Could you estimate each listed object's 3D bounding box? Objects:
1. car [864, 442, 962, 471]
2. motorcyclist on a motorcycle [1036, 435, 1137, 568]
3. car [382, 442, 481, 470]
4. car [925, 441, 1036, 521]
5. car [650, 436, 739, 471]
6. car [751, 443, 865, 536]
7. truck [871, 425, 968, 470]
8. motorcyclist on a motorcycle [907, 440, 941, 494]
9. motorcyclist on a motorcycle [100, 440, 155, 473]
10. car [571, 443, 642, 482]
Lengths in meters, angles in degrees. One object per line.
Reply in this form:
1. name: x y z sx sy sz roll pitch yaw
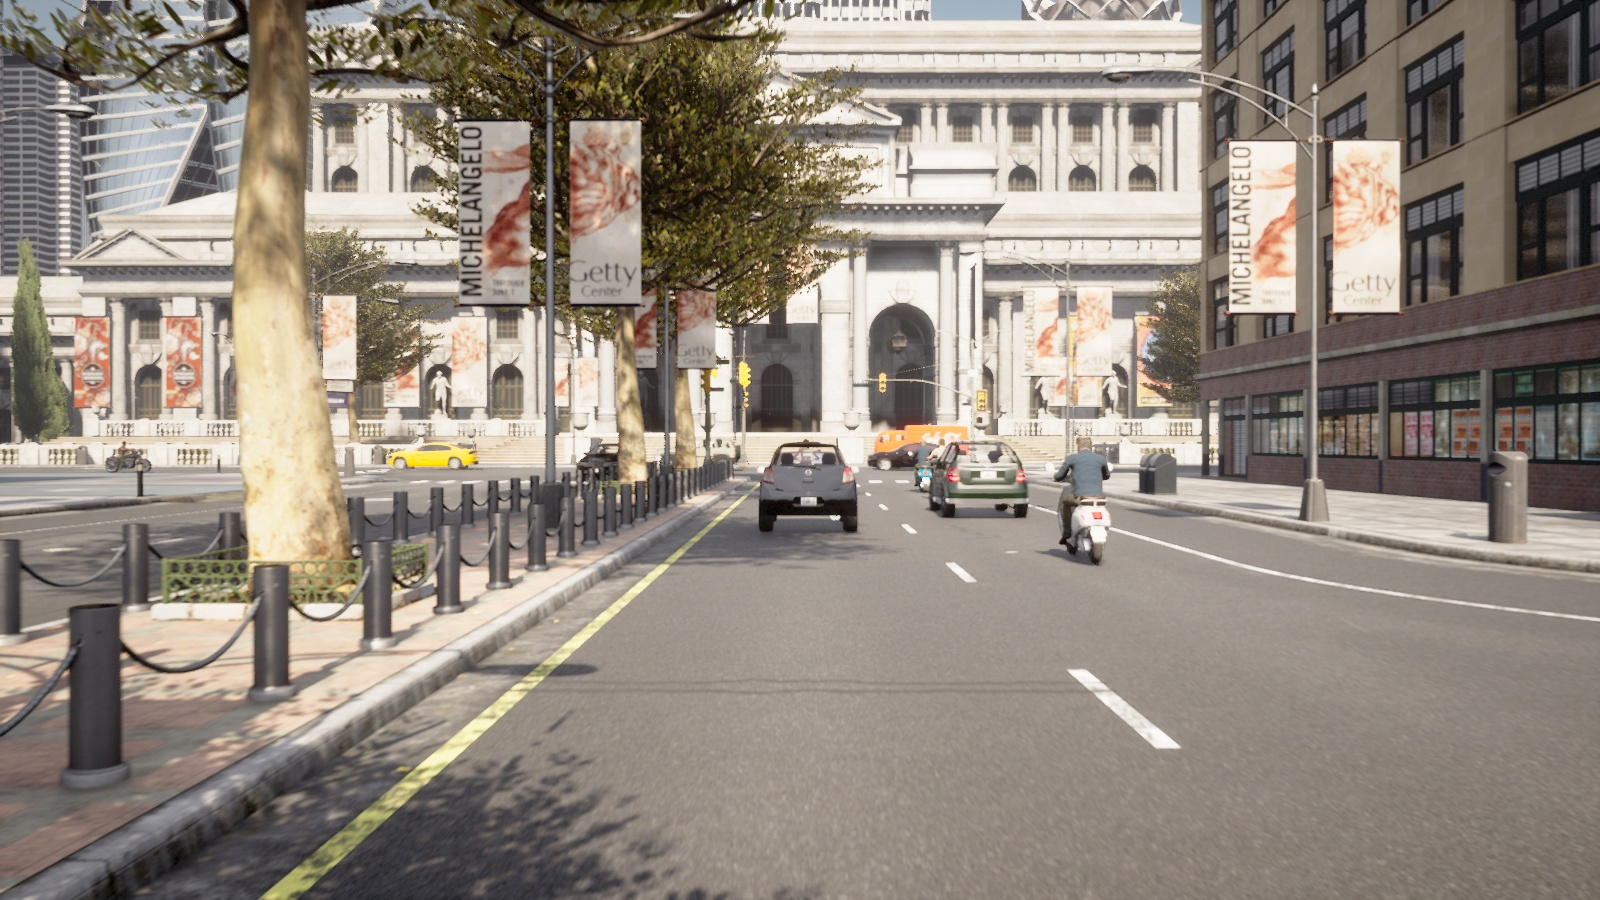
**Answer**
1. car: 5.979 0.352 66.823 5.008 1.535 1.882 0 0 0
2. motorcyclist on a motorcycle: 3.606 0.613 15.961 0.866 1.590 1.817 0 0 0
3. car: -20.694 0.310 70.608 5.008 1.535 1.882 0 0 1
4. car: 3.662 0.581 26.088 1.789 1.549 3.705 0 0 0
5. car: -5.599 0.181 66.960 4.605 1.855 1.932 0 0 1
6. car: 0.141 0.635 22.114 1.845 1.501 3.633 0 0 0
7. truck: 6.650 -0.132 70.340 5.204 2.467 2.627 0 0 1
8. motorcyclist on a motorcycle: 3.706 0.491 37.614 0.866 1.590 1.817 0 0 1
9. motorcyclist on a motorcycle: -34.129 0.310 63.734 2.350 1.649 0.766 0 0 0
10. car: -7.635 0.473 49.904 1.816 1.474 4.193 0 0 5
